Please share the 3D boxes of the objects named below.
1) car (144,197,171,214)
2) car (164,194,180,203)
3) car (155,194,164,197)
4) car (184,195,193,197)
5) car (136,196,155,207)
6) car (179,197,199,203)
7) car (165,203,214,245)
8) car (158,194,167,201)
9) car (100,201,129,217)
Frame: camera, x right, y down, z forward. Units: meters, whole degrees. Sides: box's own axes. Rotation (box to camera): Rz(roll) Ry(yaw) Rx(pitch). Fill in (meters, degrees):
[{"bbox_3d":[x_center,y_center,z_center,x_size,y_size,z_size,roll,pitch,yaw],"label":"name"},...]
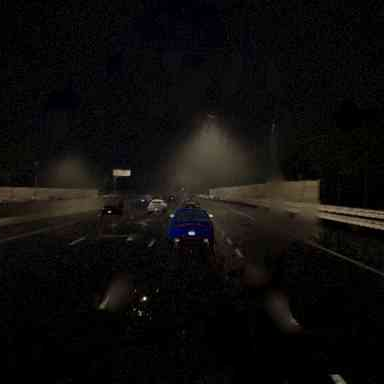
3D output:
[{"bbox_3d":[-3.628,1.541,35.668,1.812,1.442,4.674,0,0,0],"label":"car"},{"bbox_3d":[-3.960,1.385,67.576,2.097,1.767,4.553,0,0,-1],"label":"car"},{"bbox_3d":[-7.495,1.539,70.078,1.837,1.490,4.892,0,0,-1],"label":"car"},{"bbox_3d":[-0.302,1.618,54.848,1.895,1.301,4.718,0,0,-1],"label":"car"},{"bbox_3d":[-7.260,1.368,50.808,2.097,1.767,4.553,0,0,-1],"label":"car"},{"bbox_3d":[-0.121,1.578,34.833,1.994,1.385,4.181,0,0,0],"label":"car"},{"bbox_3d":[-0.024,1.488,15.661,1.882,1.535,5.008,0,0,0],"label":"car"},{"bbox_3d":[-7.789,1.439,88.461,2.097,1.767,4.553,0,0,-1],"label":"car"},{"bbox_3d":[-7.095,1.542,30.893,1.812,1.442,4.674,0,0,0],"label":"car"}]
